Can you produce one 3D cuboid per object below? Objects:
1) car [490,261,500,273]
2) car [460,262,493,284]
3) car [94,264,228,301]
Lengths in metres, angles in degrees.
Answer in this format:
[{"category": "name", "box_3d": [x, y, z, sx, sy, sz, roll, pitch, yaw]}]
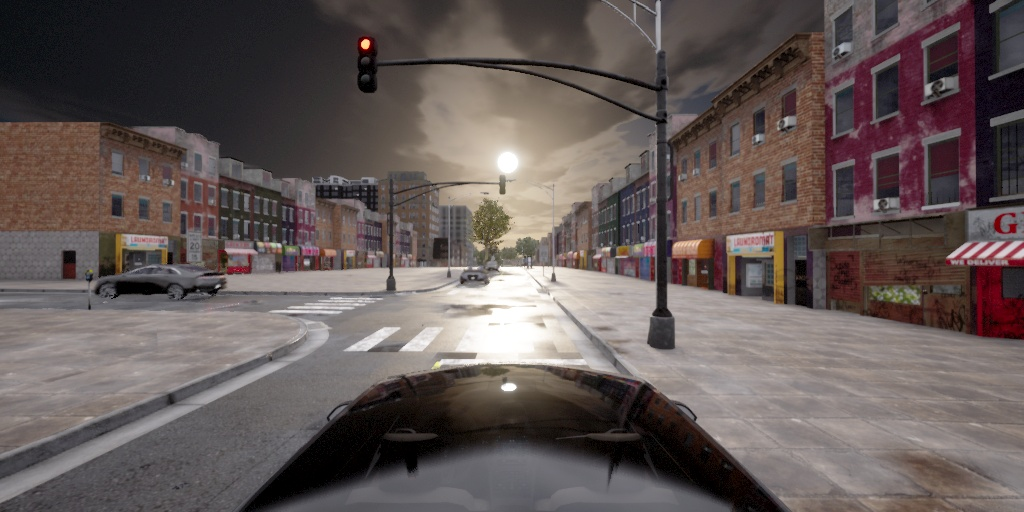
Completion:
[{"category": "car", "box_3d": [-2.650, 1.474, 48.283, 1.837, 1.490, 4.892, 0, 0, 0]}, {"category": "car", "box_3d": [-2.760, 1.402, 27.447, 1.994, 1.385, 4.181, 0, 0, 1]}, {"category": "car", "box_3d": [-15.438, 1.115, 15.886, 4.902, 1.511, 2.128, 1, 0, 0]}]
